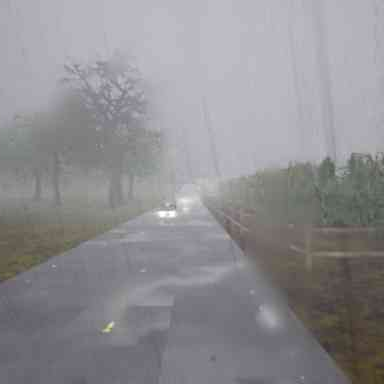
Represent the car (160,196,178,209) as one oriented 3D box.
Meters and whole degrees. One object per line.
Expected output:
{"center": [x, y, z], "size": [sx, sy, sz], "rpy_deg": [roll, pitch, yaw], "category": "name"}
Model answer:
{"center": [-2.761, 1.292, 40.522], "size": [2.128, 1.511, 4.902], "rpy_deg": [0, 0, 0], "category": "car"}
